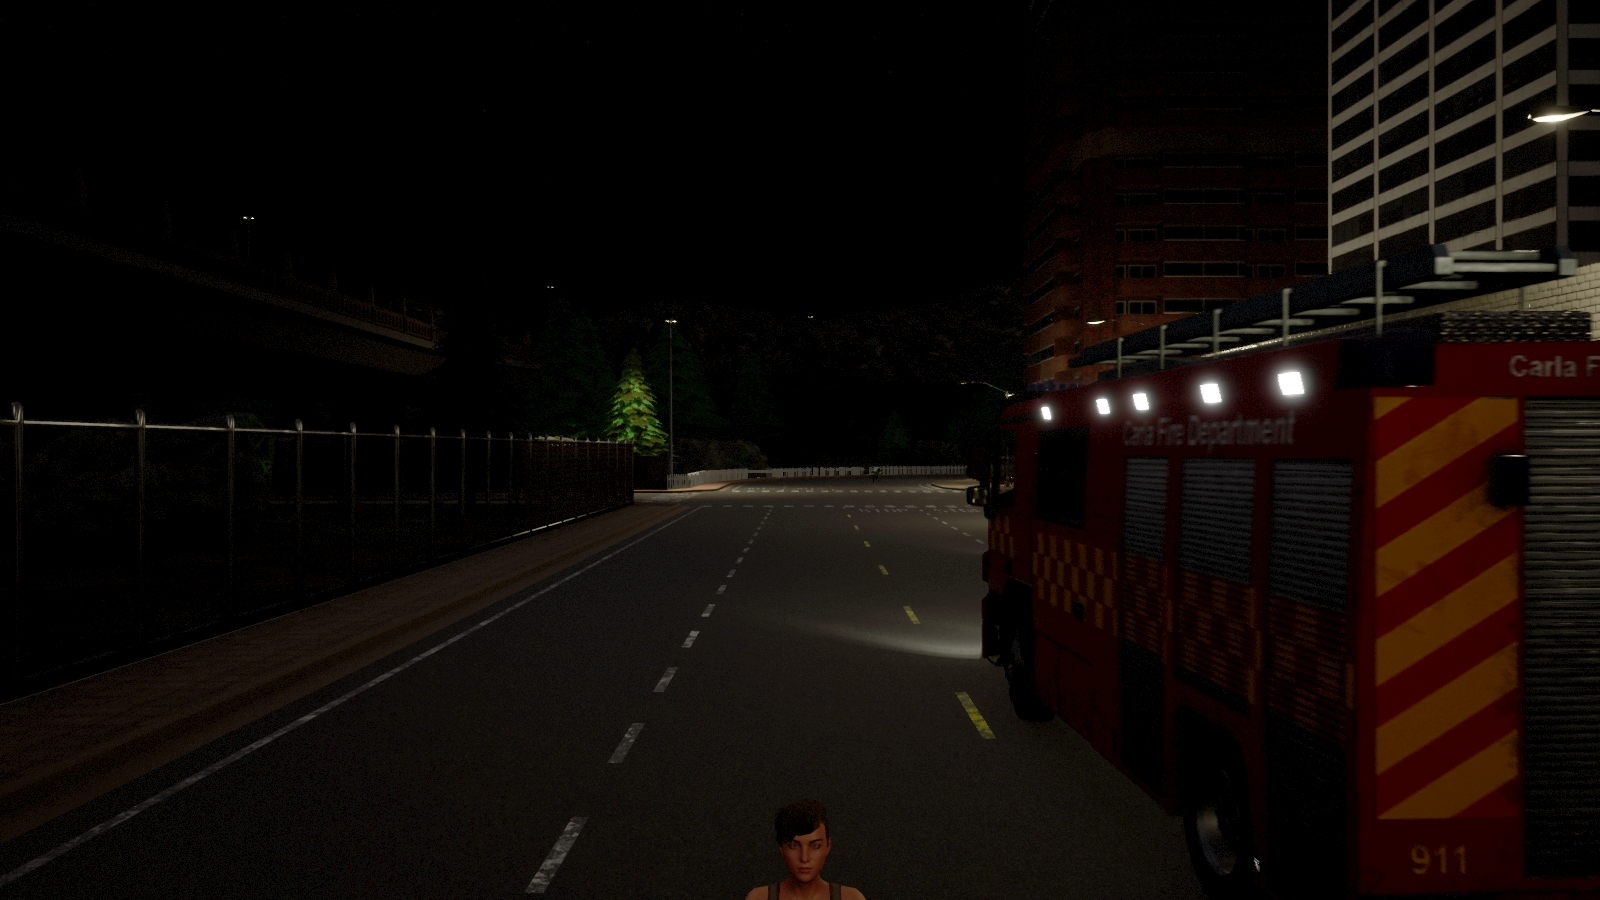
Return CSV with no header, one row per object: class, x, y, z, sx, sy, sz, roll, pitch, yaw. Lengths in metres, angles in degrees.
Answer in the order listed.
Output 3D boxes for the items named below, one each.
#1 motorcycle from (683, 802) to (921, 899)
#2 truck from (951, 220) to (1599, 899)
motorcycle,0.006,2.099,3.507,0.764,1.307,2.356,0,0,0
truck,3.483,0.835,9.657,2.891,3.827,8.468,0,0,-3
